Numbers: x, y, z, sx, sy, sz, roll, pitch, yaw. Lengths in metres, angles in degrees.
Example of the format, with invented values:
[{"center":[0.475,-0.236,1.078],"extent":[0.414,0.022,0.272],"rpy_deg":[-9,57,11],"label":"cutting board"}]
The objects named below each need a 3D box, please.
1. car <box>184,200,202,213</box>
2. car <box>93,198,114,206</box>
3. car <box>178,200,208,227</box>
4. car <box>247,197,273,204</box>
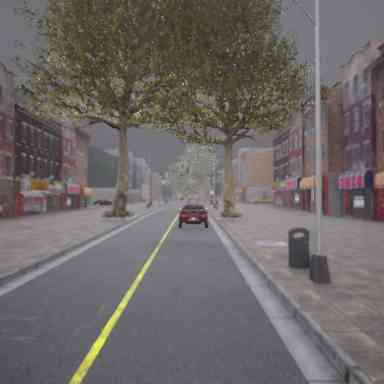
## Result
[{"center":[0.088,1.640,39.705],"extent":[1.994,1.385,4.181],"rpy_deg":[0,0,0],"label":"car"},{"center":[-14.866,1.810,58.025],"extent":[4.507,1.381,1.887],"rpy_deg":[-1,-1,0],"label":"car"},{"center":[0.091,1.503,22.754],"extent":[1.882,1.535,5.008],"rpy_deg":[0,-1,0],"label":"car"},{"center":[12.147,1.493,58.214],"extent":[4.829,1.417,1.752],"rpy_deg":[-1,-1,0],"label":"car"}]
